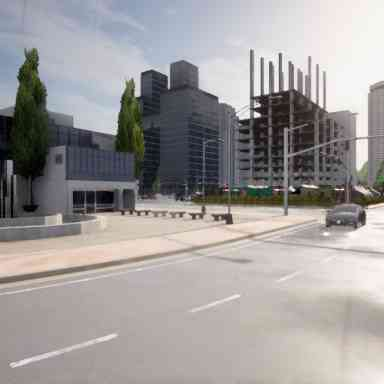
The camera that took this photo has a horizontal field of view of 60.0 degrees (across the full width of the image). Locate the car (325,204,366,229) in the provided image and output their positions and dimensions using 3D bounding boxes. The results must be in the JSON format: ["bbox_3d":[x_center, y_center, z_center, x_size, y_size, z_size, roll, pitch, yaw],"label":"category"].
[{"bbox_3d":[10.169,1.555,21.843,1.837,1.490,4.892,0,0,36],"label":"car"}]

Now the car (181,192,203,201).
[{"bbox_3d":[-0.055,1.395,74.938,1.970,1.475,3.806,0,0,37],"label":"car"}]

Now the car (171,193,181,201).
[{"bbox_3d":[-2.353,1.156,76.699,1.905,1.878,3.866,0,0,37],"label":"car"}]
